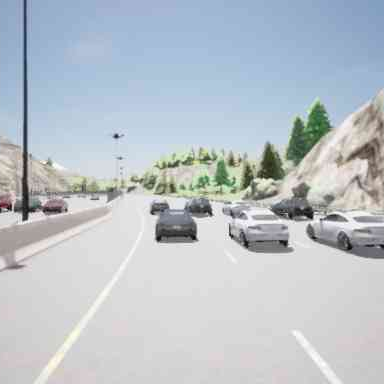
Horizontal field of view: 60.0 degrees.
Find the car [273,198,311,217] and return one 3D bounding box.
[{"bbox_3d":[8.324,1.312,28.060,2.097,1.767,4.553,0,0,-8],"label":"car"}]

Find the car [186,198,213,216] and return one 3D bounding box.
[{"bbox_3d":[0.548,1.325,32.267,2.097,1.767,4.553,0,0,-9],"label":"car"}]

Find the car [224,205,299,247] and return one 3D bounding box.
[{"bbox_3d":[2.842,1.508,14.835,1.812,1.442,4.674,0,0,-5],"label":"car"}]

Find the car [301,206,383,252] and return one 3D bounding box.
[{"bbox_3d":[6.438,1.501,13.754,1.812,1.442,4.674,0,0,-4],"label":"car"}]

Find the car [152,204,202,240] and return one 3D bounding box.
[{"bbox_3d":[-0.873,1.552,17.008,1.994,1.385,4.181,0,0,-5],"label":"car"}]

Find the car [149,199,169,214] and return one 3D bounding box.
[{"bbox_3d":[-3.403,1.471,34.556,2.128,1.511,4.902,0,0,-10],"label":"car"}]

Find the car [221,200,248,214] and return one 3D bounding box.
[{"bbox_3d":[4.199,1.491,31.725,1.812,1.442,4.674,0,0,-9],"label":"car"}]
